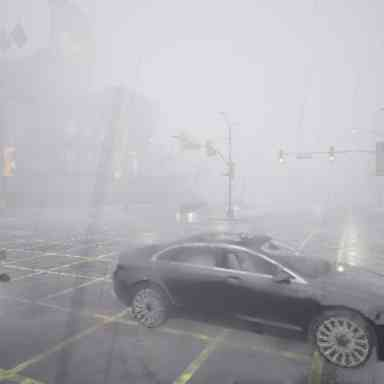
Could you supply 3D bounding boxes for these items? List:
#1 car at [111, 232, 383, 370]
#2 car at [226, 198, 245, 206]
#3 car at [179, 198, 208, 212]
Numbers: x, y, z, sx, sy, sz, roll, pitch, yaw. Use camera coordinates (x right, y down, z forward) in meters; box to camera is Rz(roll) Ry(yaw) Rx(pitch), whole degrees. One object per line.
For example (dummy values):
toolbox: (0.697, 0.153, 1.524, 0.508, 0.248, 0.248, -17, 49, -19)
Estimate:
car: (0.939, 1.492, 5.634, 4.902, 1.511, 2.128, 0, 0, 25)
car: (7.066, 1.600, 53.941, 1.895, 1.301, 4.718, 0, 0, 25)
car: (0.261, 1.478, 39.541, 1.882, 1.535, 5.008, 0, 0, 27)
